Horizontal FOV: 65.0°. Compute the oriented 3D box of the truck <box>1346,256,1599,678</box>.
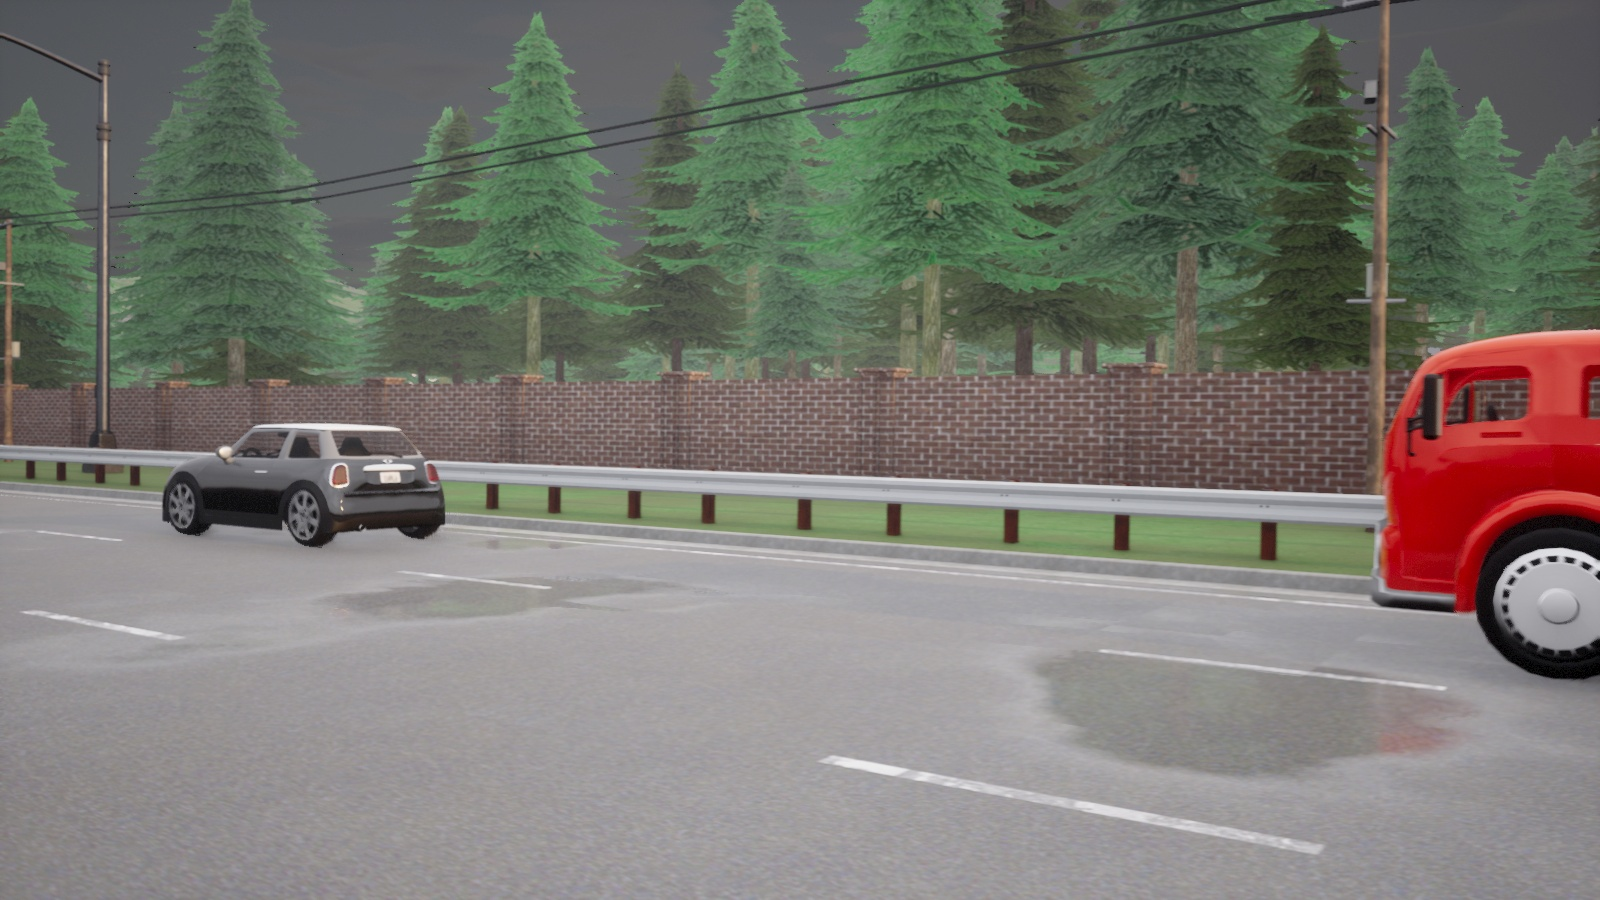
[{"bbox_3d":[6.419,0.087,7.753,5.204,2.467,2.627,0,1,34],"label":"truck"}]

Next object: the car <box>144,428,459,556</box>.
[{"bbox_3d":[-6.521,0.462,16.355,3.806,1.475,1.970,0,1,34],"label":"car"}]
